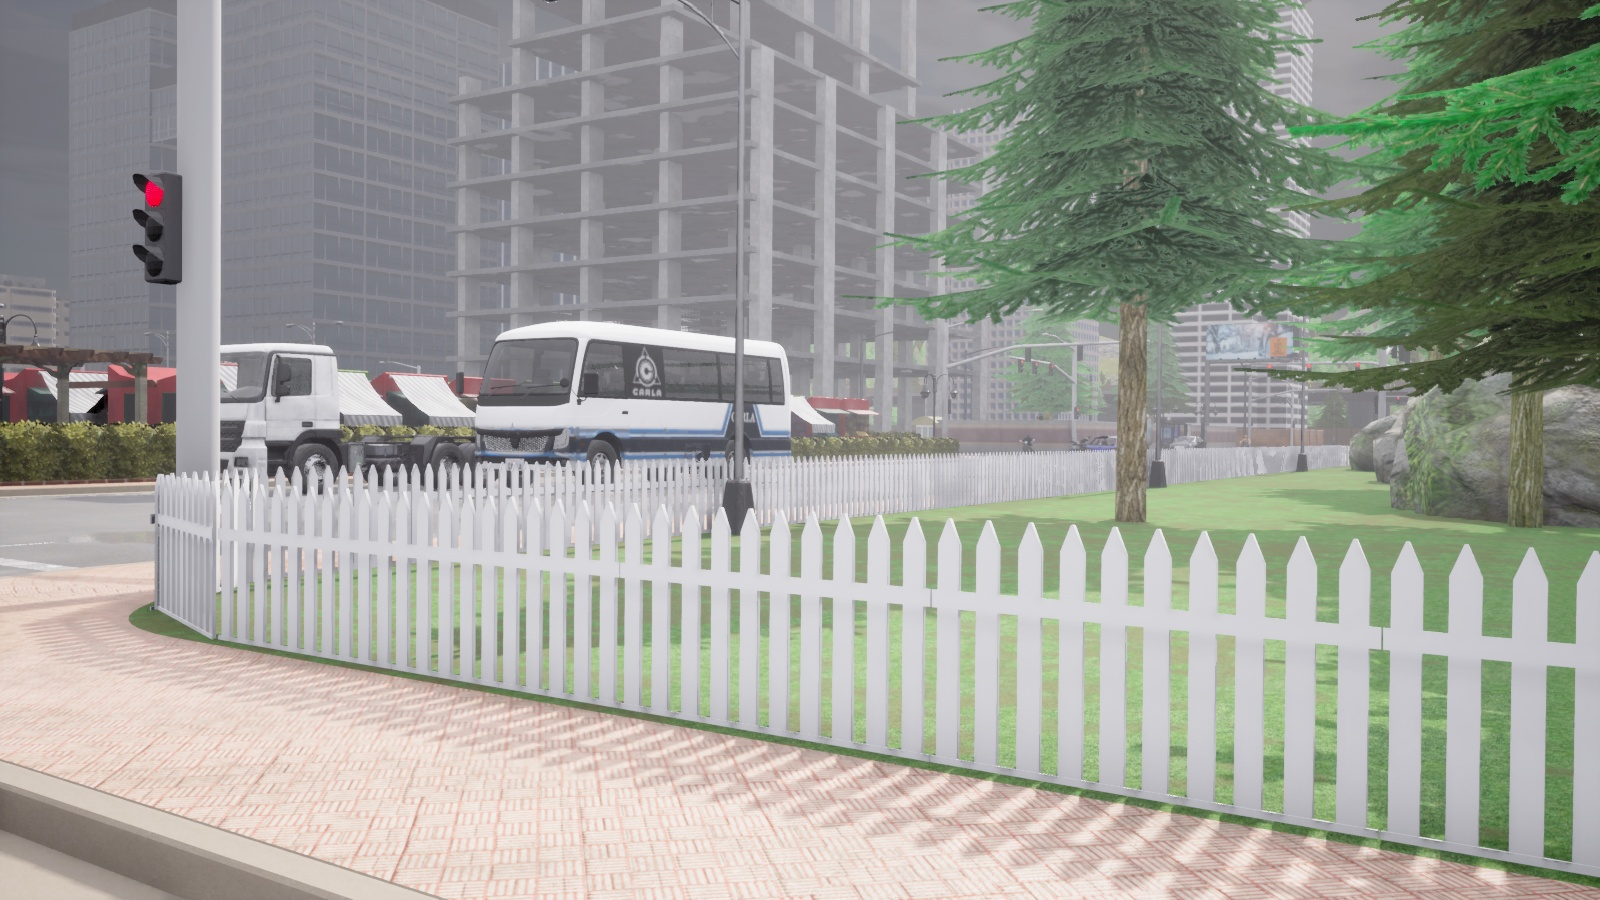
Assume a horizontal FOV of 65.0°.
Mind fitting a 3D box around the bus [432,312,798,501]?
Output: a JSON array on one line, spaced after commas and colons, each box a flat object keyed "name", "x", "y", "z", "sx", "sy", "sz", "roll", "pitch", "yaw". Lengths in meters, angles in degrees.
[{"name": "bus", "x": -4.467, "y": -1.065, "z": 33.699, "sx": 3.944, "sy": 4.253, "sz": 10.273, "roll": 0, "pitch": 1, "yaw": 32}]

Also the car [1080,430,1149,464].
[{"name": "car", "x": 14.279, "y": -0.162, "z": 56.946, "sx": 1.816, "sy": 1.474, "sz": 4.193, "roll": 0, "pitch": 1, "yaw": 32}]

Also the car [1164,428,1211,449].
[{"name": "car", "x": 28.794, "y": -0.845, "z": 93.194, "sx": 2.128, "sy": 1.511, "sz": 4.902, "roll": 0, "pitch": 1, "yaw": 32}]

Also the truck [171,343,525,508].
[{"name": "truck", "x": -10.611, "y": -0.571, "z": 30.501, "sx": 2.891, "sy": 3.462, "sz": 7.936, "roll": 0, "pitch": 1, "yaw": 32}]
